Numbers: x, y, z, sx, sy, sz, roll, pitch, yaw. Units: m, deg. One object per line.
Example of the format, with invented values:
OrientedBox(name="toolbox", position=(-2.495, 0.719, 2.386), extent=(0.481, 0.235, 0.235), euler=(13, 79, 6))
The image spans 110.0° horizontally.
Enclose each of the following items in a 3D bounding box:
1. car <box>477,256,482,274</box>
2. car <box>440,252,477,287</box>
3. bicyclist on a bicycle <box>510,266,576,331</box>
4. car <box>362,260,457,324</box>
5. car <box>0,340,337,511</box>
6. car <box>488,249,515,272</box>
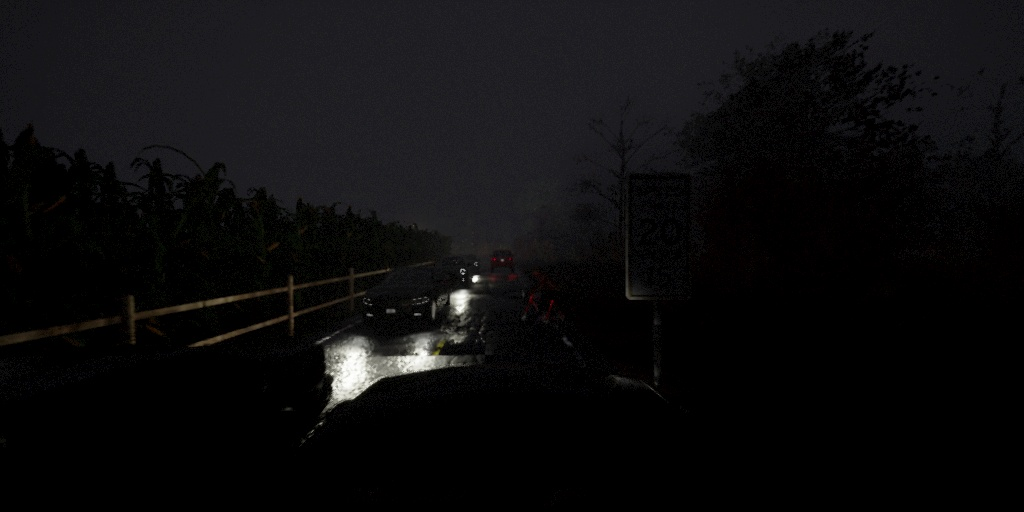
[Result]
OrientedBox(name="car", position=(-3.728, 0.610, 30.732), extent=(2.097, 1.767, 4.553), euler=(0, 1, -1))
OrientedBox(name="car", position=(-3.431, 0.786, 20.767), extent=(2.097, 1.767, 4.553), euler=(0, 1, -2))
OrientedBox(name="bicyclist on a bicycle", position=(0.775, 1.071, 8.915), extent=(1.656, 1.620, 0.582), euler=(0, 1, -2))
OrientedBox(name="car", position=(-3.136, 1.074, 11.538), extent=(1.882, 1.535, 5.008), euler=(0, 1, -2))
OrientedBox(name="car", position=(-2.815, 1.317, 1.681), extent=(2.033, 1.411, 5.357), euler=(0, 1, -2))
OrientedBox(name="car", position=(-0.922, 0.402, 34.026), extent=(2.150, 2.045, 5.566), euler=(0, 1, -2))
